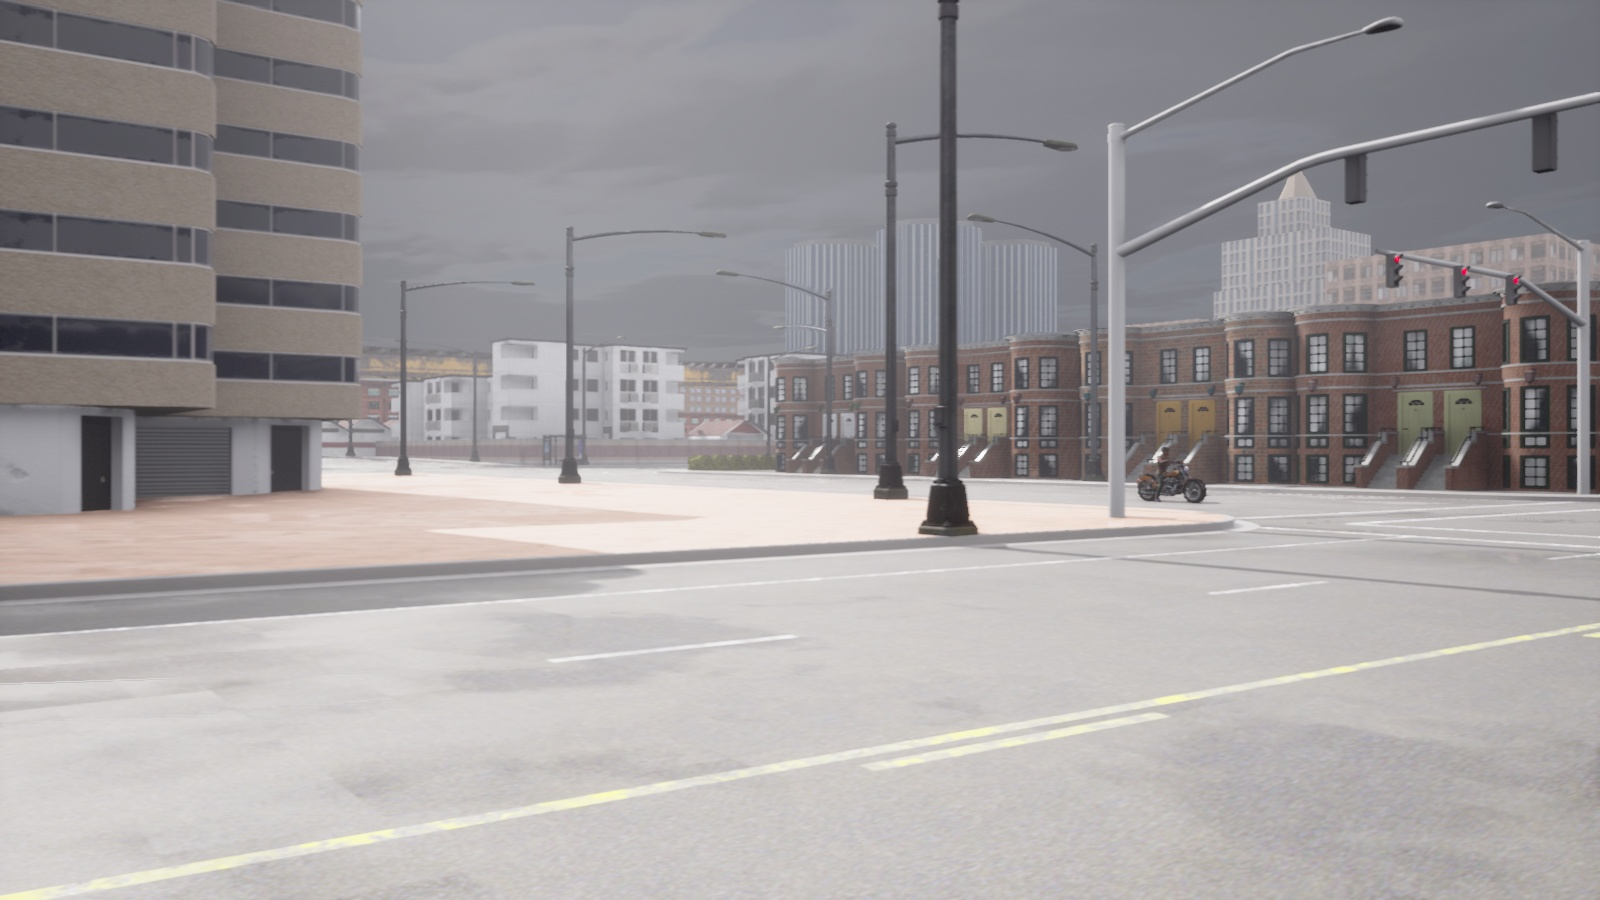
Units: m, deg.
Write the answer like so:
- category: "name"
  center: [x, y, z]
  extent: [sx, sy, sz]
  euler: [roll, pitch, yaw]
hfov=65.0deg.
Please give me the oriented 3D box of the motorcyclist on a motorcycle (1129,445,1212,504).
- category: "motorcyclist on a motorcycle"
  center: [10.681, 0.675, 36.283]
  extent: [0.766, 1.649, 2.350]
  euler: [0, 0, -35]
